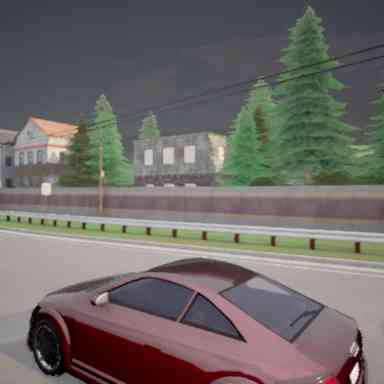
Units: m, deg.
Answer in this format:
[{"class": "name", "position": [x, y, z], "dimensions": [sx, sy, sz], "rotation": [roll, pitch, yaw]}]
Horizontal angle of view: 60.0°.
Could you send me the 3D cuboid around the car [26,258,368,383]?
[{"class": "car", "position": [-0.183, 1.558, 4.122], "dimensions": [4.181, 1.385, 1.994], "rotation": [0, 0, 35]}]
